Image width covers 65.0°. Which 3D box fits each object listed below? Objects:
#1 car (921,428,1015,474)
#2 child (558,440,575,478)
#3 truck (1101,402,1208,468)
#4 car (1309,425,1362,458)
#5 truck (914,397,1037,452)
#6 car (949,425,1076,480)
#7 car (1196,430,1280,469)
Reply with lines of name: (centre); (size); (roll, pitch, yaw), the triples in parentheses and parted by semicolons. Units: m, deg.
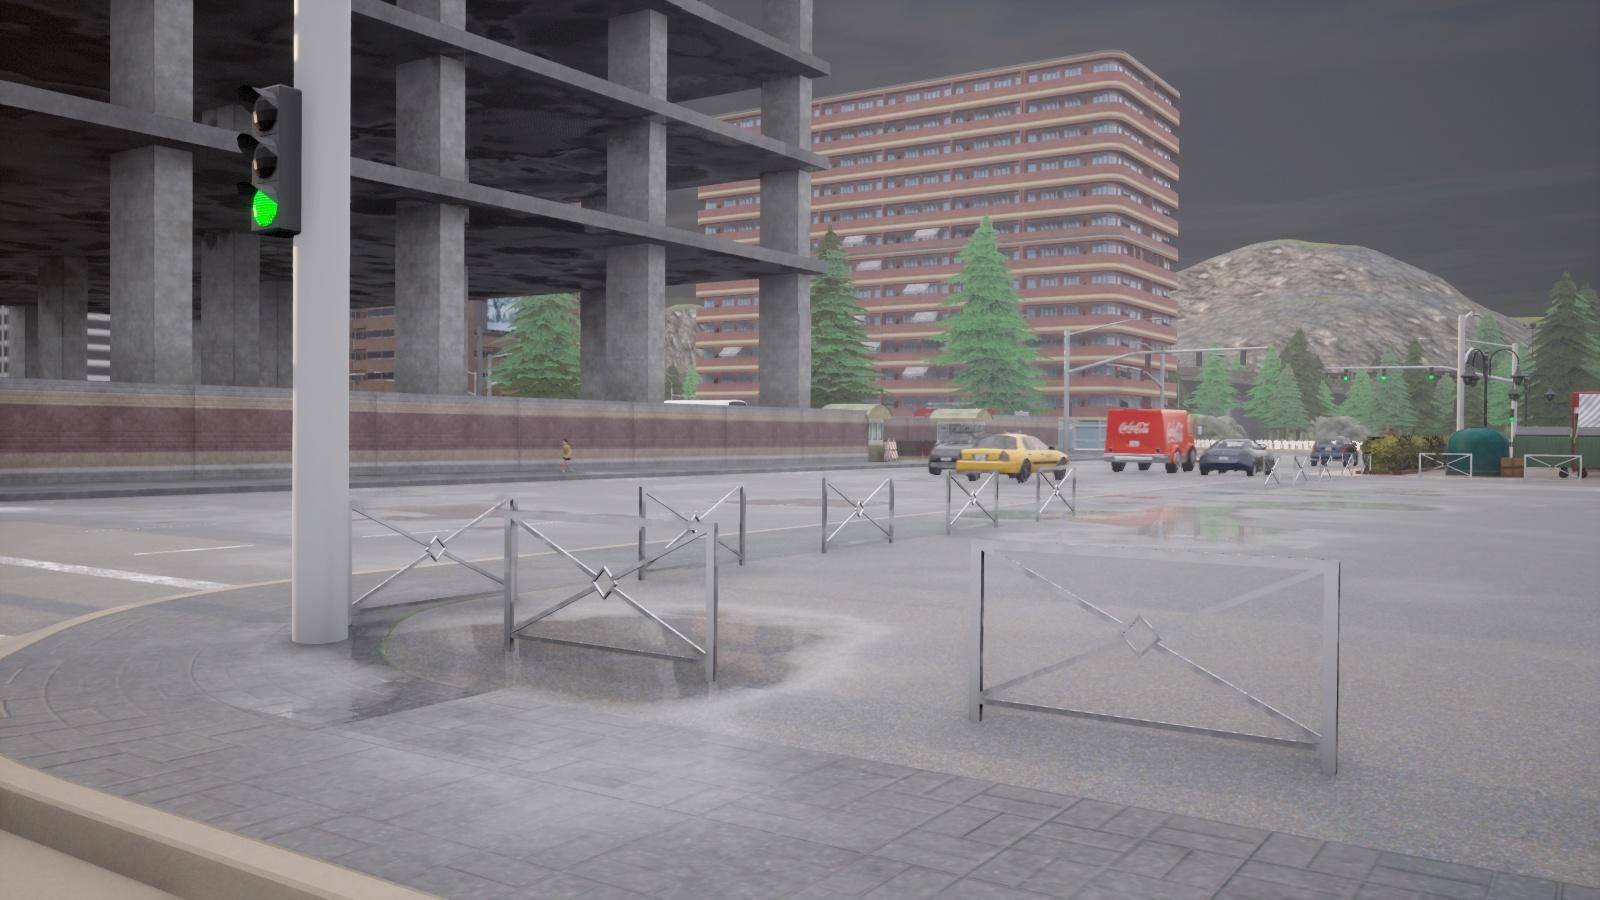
car: (5.886, 0.005, 43.667); (1.789, 1.549, 3.705); (0, 1, 33)
child: (-6.860, 0.268, 36.884); (0.255, 1.110, 0.394); (0, 1, 32)
truck: (14.102, -0.618, 49.766); (2.627, 2.467, 5.204); (0, 1, 33)
car: (26.615, -0.438, 62.378); (1.789, 1.549, 3.705); (0, 1, 33)
truck: (12.721, -1.797, 91.465); (8.468, 3.827, 2.891); (0, 1, 34)
car: (6.566, 0.032, 38.342); (1.801, 1.575, 5.366); (0, 1, 33)
car: (16.375, -0.048, 46.855); (1.994, 1.385, 4.181); (0, 1, 33)
